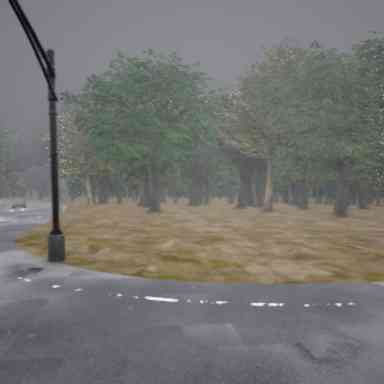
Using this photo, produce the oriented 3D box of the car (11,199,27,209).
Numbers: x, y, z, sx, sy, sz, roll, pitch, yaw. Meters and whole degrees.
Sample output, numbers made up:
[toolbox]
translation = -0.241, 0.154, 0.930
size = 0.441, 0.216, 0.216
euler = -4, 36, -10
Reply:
[car]
translation = -26.438, 1.779, 51.010
size = 1.837, 1.490, 4.892
euler = -2, -1, -22
